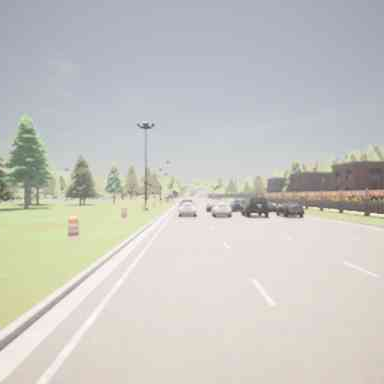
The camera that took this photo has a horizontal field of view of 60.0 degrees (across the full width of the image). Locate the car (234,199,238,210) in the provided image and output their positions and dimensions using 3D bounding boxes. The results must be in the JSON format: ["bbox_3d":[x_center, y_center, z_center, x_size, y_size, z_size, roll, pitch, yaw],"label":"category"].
[{"bbox_3d":[6.357,1.780,45.302,2.097,1.767,4.553,0,-1,0],"label":"car"}]

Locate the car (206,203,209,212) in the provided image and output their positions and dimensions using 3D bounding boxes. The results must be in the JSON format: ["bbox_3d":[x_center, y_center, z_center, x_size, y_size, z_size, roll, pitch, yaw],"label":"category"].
[{"bbox_3d":[2.856,2.027,44.855,1.895,1.301,4.718,0,-1,0],"label":"car"}]

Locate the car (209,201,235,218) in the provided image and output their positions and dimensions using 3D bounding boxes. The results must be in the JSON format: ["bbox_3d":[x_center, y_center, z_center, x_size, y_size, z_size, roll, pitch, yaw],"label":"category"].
[{"bbox_3d":[3.057,1.855,34.697,1.812,1.442,4.674,0,-1,0],"label":"car"}]

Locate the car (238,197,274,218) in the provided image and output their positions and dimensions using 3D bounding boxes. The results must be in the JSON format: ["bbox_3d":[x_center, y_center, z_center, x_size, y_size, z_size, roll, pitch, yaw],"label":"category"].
[{"bbox_3d":[6.545,1.550,34.811,2.150,2.045,5.566,0,-1,0],"label":"car"}]

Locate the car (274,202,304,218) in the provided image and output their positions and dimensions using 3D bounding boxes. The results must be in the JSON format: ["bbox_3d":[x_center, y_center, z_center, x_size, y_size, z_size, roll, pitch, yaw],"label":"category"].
[{"bbox_3d":[10.055,1.815,34.382,2.128,1.511,4.902,0,-1,-1],"label":"car"}]

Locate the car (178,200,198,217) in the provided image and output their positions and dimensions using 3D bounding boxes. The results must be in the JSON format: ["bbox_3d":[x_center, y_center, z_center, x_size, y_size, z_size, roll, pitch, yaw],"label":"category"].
[{"bbox_3d":[-0.452,1.863,35.303,1.812,1.442,4.674,0,-1,-1],"label":"car"}]

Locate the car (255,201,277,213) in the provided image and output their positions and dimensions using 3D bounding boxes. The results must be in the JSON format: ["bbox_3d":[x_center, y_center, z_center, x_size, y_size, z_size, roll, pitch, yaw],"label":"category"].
[{"bbox_3d":[9.861,1.982,44.407,1.994,1.385,4.181,0,-1,0],"label":"car"}]
